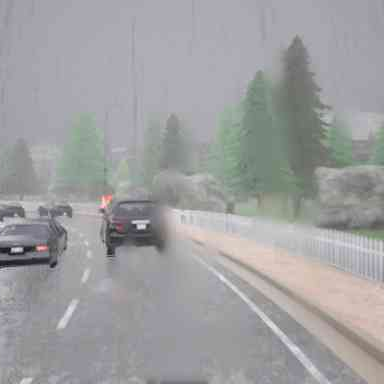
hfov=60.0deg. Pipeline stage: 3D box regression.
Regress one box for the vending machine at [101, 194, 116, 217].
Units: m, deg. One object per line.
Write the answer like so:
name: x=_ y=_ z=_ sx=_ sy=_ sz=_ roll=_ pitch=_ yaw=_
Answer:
vending machine: x=-7.734 y=1.249 z=30.887 sx=1.100 sy=2.100 sz=0.880 roll=0 pitch=0 yaw=-40

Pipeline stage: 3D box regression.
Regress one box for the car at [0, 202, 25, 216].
car: x=-15.986 y=1.620 z=28.715 sx=1.837 sy=1.490 sz=4.892 roll=1 pitch=-1 yaw=-44

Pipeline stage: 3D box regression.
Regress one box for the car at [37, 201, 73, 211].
car: x=-12.383 y=1.593 z=29.969 sx=1.837 sy=1.490 sz=4.892 roll=0 pitch=0 yaw=-42

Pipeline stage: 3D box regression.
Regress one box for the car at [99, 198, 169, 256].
car: x=-2.469 y=1.238 z=13.480 sx=2.150 sy=2.045 sz=5.566 roll=0 pitch=0 yaw=-18

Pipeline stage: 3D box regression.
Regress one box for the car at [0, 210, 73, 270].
car: x=-5.326 y=1.586 z=11.213 sx=2.033 sy=1.411 sz=5.357 roll=0 pitch=0 yaw=-16
